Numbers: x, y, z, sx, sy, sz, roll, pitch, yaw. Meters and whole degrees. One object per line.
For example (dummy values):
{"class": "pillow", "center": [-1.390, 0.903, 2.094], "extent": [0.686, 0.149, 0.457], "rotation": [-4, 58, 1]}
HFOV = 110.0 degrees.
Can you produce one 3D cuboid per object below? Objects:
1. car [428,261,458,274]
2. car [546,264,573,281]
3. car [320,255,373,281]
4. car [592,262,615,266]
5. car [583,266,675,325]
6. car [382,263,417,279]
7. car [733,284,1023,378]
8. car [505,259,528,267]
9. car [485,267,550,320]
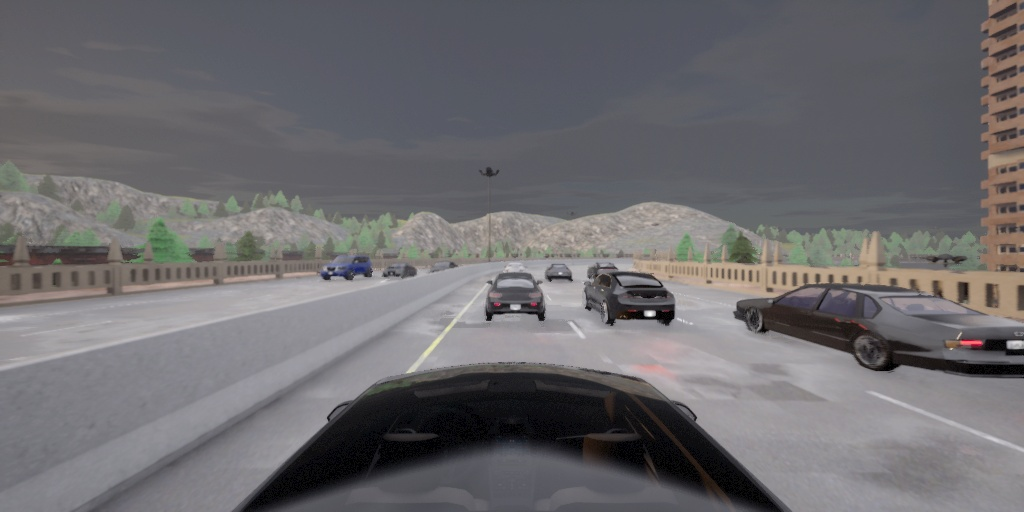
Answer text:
{"class": "car", "center": [-6.488, 1.245, 34.417], "extent": [1.837, 1.490, 4.892], "rotation": [0, 0, 6]}
{"class": "car", "center": [3.830, 1.304, 29.645], "extent": [1.994, 1.385, 4.181], "rotation": [0, 0, 3]}
{"class": "car", "center": [-13.812, 0.964, 30.340], "extent": [2.150, 2.045, 5.566], "rotation": [0, 0, 3]}
{"class": "car", "center": [7.286, 1.232, 28.874], "extent": [2.128, 1.511, 4.902], "rotation": [0, 0, 2]}
{"class": "car", "center": [3.601, 1.251, 11.781], "extent": [1.837, 1.490, 4.892], "rotation": [0, 0, 0]}
{"class": "car", "center": [-10.131, 1.305, 32.578], "extent": [1.994, 1.385, 4.181], "rotation": [0, 0, 4]}
{"class": "car", "center": [7.100, 1.295, 7.554], "extent": [2.033, 1.411, 5.357], "rotation": [0, 0, 0]}
{"class": "car", "center": [0.342, 1.266, 30.171], "extent": [1.812, 1.442, 4.674], "rotation": [0, 0, 3]}
{"class": "car", "center": [0.100, 1.272, 12.450], "extent": [1.812, 1.442, 4.674], "rotation": [0, 0, 0]}
